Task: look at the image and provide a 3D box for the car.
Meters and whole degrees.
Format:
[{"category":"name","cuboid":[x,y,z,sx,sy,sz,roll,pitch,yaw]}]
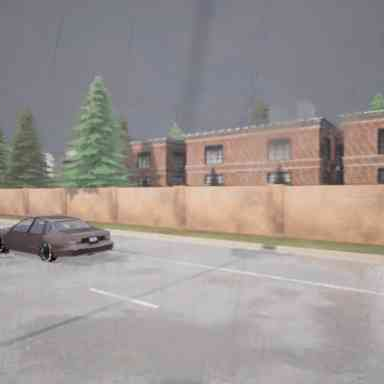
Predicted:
[{"category":"car","cuboid":[-5.186,1.548,11.986,5.357,1.411,2.033,0,0,35]}]
